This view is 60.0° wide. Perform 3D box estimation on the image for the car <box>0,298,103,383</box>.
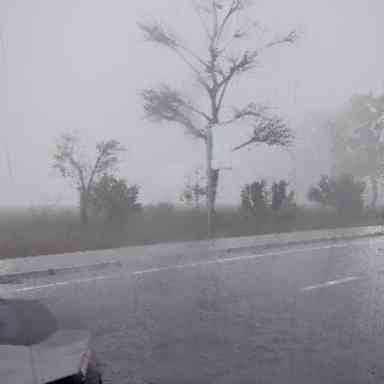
[{"bbox_3d":[-2.960,1.482,1.739,4.902,1.511,2.128,0,0,-35],"label":"car"}]
